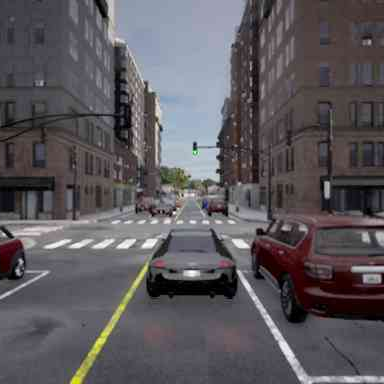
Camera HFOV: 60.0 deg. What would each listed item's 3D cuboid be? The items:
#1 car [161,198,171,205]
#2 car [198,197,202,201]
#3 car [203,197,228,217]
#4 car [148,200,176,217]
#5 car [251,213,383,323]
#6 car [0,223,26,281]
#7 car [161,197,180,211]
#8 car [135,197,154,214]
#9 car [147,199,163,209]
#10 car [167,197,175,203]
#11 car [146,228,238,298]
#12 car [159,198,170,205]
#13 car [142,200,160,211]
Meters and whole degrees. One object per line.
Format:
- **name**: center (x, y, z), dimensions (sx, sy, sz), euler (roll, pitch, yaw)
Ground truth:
- **car**: center (-5.618, 1.983, 72.789), dimensions (1.887, 1.381, 4.507), euler (0, 0, 0)
- **car**: center (2.539, 1.621, 50.801), dimensions (2.192, 1.841, 5.009), euler (0, 0, 0)
- **car**: center (2.601, 1.523, 34.290), dimensions (2.192, 1.841, 5.009), euler (0, 0, 0)
- **car**: center (-2.945, 1.768, 33.668), dimensions (1.994, 1.385, 4.181), euler (0, 0, 0)
- **car**: center (2.617, 1.360, 7.234), dimensions (2.192, 1.841, 5.009), euler (0, 0, 0)
- **car**: center (-5.408, 1.485, 7.209), dimensions (1.967, 1.590, 4.097), euler (0, 0, 0)
- **car**: center (-2.971, 1.790, 43.661), dimensions (1.812, 1.442, 4.674), euler (0, 0, 0)
- **car**: center (-5.534, 1.556, 39.768), dimensions (2.192, 1.841, 5.009), euler (0, 0, 0)
- **car**: center (-5.562, 1.857, 50.774), dimensions (2.008, 1.369, 4.403), euler (0, 0, 0)
- **car**: center (-5.660, 2.119, 89.299), dimensions (1.802, 1.307, 4.206), euler (0, 0, 0)
- **car**: center (0.009, 1.618, 8.683), dimensions (1.994, 1.385, 4.181), euler (0, 0, 0)
- **car**: center (-5.604, 1.950, 67.285), dimensions (1.887, 1.381, 4.507), euler (0, 0, 0)
- **car**: center (-5.548, 1.840, 45.270), dimensions (1.947, 1.339, 4.313), euler (0, 0, 0)
